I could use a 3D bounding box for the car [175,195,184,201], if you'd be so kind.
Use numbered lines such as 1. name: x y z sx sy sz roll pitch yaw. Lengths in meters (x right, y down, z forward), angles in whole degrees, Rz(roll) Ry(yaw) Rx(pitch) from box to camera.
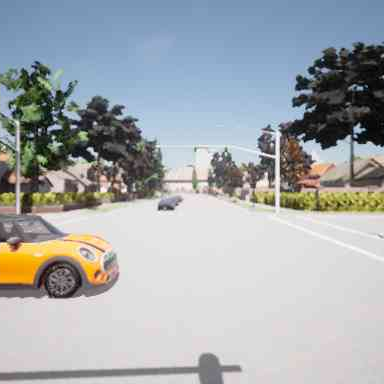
1. car: -2.732 1.288 75.069 1.895 1.301 4.718 0 0 0

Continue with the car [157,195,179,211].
1. car: -2.972 1.388 39.316 2.033 1.411 5.357 0 0 0

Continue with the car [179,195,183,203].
1. car: -2.923 1.345 49.850 2.033 1.411 5.357 0 0 0

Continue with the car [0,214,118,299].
1. car: -4.110 1.319 7.845 4.553 1.767 2.097 0 0 -1
